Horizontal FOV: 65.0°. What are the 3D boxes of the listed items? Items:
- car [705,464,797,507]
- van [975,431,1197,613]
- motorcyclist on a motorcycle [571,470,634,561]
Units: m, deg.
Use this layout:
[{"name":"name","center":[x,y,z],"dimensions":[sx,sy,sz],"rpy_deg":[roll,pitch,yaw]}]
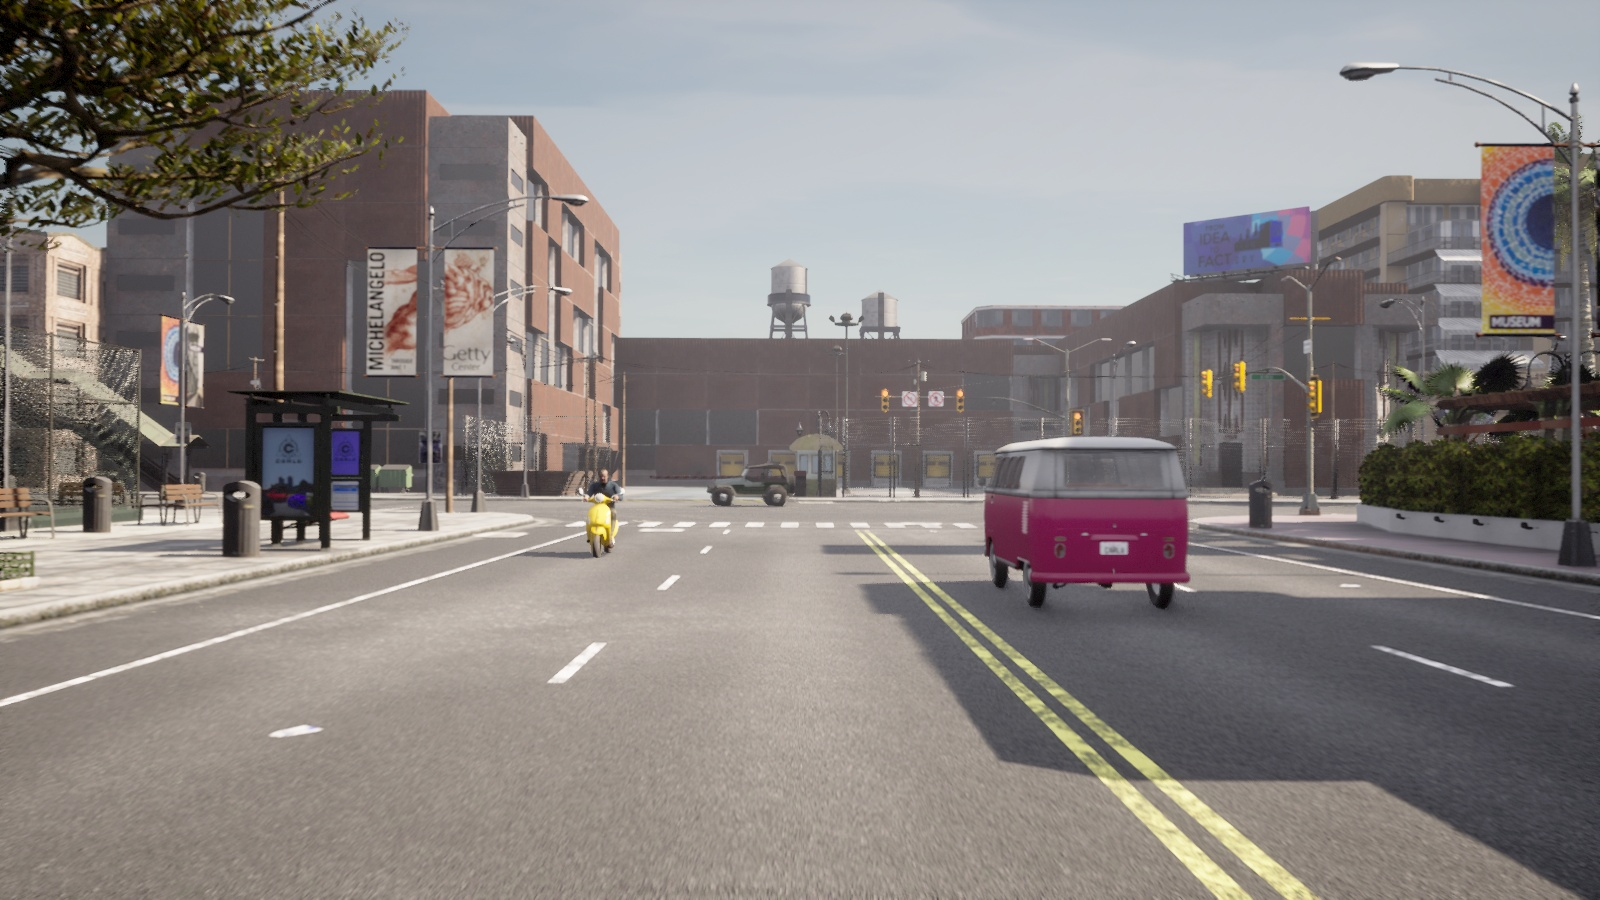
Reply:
[{"name":"car","center":[-2.183,1.545,55.263],"dimensions":[3.866,1.878,1.905],"rpy_deg":[0,-1,-7]},{"name":"van","center":[3.442,0.821,15.973],"dimensions":[1.775,1.987,4.442],"rpy_deg":[0,-1,0]},{"name":"motorcyclist on a motorcycle","center":[-3.581,1.166,22.909],"dimensions":[0.866,1.590,1.817],"rpy_deg":[0,-1,0]}]
